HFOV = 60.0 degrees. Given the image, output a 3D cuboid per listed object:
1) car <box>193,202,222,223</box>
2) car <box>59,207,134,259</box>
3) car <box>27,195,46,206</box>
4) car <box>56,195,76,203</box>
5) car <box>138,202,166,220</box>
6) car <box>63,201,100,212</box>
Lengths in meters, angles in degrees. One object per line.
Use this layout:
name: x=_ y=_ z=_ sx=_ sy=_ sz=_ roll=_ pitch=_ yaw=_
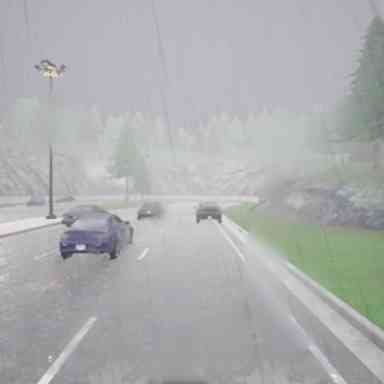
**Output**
car: x=1.222 y=1.499 z=25.271 sx=1.837 sy=1.490 sz=4.892 roll=0 pitch=0 yaw=0
car: x=-3.417 y=1.522 z=12.492 sx=1.812 sy=1.442 sz=4.674 roll=0 pitch=0 yaw=0
car: x=-24.824 y=1.338 z=53.157 sx=2.097 sy=1.767 sz=4.553 roll=0 pitch=0 yaw=-13
car: x=-26.089 y=1.478 z=68.823 sx=1.837 sy=1.490 sz=4.892 roll=0 pitch=0 yaw=17
car: x=-3.384 y=1.556 z=28.328 sx=1.994 sy=1.385 sz=4.181 roll=0 pitch=0 yaw=1
car: x=-6.903 y=1.542 z=22.149 sx=2.033 sy=1.411 sz=5.357 roll=0 pitch=0 yaw=0
